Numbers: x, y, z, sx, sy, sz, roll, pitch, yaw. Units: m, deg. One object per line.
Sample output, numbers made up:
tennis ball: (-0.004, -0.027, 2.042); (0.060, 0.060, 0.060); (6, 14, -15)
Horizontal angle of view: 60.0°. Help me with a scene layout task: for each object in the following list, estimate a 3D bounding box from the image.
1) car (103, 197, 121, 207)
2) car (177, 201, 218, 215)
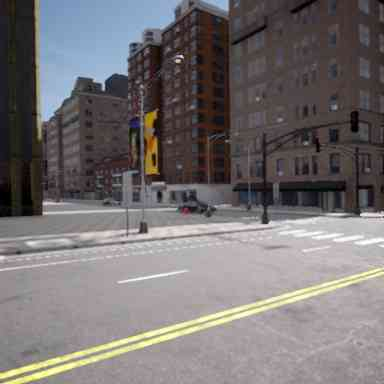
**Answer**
car: (-13.458, 1.660, 55.752); (2.128, 1.511, 4.902); (-1, 0, -34)
car: (0.448, 1.630, 35.914); (2.033, 1.411, 5.357); (-1, 1, -35)
